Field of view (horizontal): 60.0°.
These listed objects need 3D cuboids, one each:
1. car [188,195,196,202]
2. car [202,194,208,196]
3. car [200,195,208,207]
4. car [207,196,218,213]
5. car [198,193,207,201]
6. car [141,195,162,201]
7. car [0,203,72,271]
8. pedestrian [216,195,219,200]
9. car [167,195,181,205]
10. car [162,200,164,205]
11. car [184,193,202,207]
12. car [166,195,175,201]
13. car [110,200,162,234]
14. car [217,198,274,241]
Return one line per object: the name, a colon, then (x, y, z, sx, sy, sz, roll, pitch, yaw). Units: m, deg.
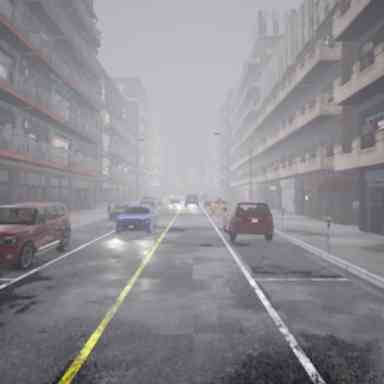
car: (-0.009, 1.430, 73.551, 1.812, 1.442, 4.674, 0, 0, 0)
car: (2.694, 1.333, 72.387, 2.192, 1.841, 5.009, 1, 0, 0)
car: (2.694, 1.575, 50.114, 1.947, 1.339, 4.313, 1, 0, 0)
car: (2.996, 1.461, 36.303, 1.801, 1.575, 5.366, 0, 0, 0)
car: (2.692, 1.341, 89.090, 2.192, 1.841, 5.009, 1, 0, 0)
car: (-5.682, 1.322, 44.578, 2.192, 1.841, 5.009, 1, 0, 0)
car: (-5.678, 1.315, 11.171, 2.192, 1.841, 5.009, 1, 0, 0)
pedestrian: (2.995, 1.300, 39.308, 0.375, 1.860, 0.375, 1, -1, -3)
car: (-3.032, 1.613, 60.126, 1.895, 1.301, 4.718, 0, 0, 1)
car: (-5.687, 1.593, 55.715, 1.802, 1.307, 4.206, 1, 0, 0)
car: (-0.006, 1.231, 50.939, 2.150, 2.045, 5.566, 0, 0, 0)
car: (-5.691, 1.576, 89.122, 2.008, 1.369, 4.403, 1, 0, 0)
car: (-3.102, 1.479, 19.411, 1.882, 1.535, 5.008, 0, 0, 0)
car: (2.702, 1.317, 16.707, 2.192, 1.841, 5.009, 1, 0, 0)
